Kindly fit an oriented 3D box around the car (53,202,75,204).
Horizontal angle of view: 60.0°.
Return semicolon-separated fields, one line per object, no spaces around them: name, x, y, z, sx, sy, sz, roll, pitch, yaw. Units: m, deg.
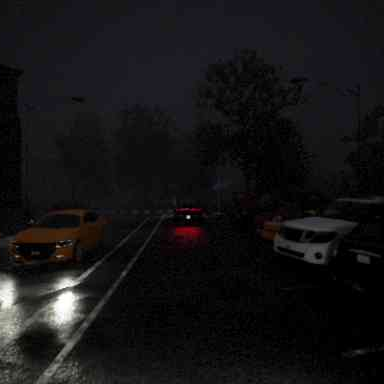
car;-7.301;1.307;19.043;2.033;1.411;5.357;0;1;-1

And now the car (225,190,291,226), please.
car;5.042;0.999;19.003;5.566;2.045;2.435;0;2;-22

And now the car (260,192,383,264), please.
car;5.230;1.160;10.089;5.566;2.045;2.435;0;1;-21

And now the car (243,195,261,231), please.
car;5.169;1.186;16.062;4.553;1.767;2.185;0;2;-22

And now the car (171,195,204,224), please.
car;-0.283;1.198;22.109;1.837;1.490;4.892;0;1;-2

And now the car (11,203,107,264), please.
car;-4.367;1.378;11.674;1.882;1.535;5.008;0;1;-1

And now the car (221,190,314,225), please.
car;5.007;0.937;22.004;5.566;2.045;2.435;0;1;-22

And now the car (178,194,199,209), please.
car;-0.321;0.998;35.131;1.994;1.385;4.181;0;1;3

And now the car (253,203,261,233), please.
car;5.372;1.365;13.160;5.366;1.575;1.946;0;1;-21

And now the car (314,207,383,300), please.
car;5.263;1.320;7.121;4.553;1.767;2.185;1;0;-21

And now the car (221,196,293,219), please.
car;4.878;1.128;24.966;4.892;1.521;2.231;0;1;-22
